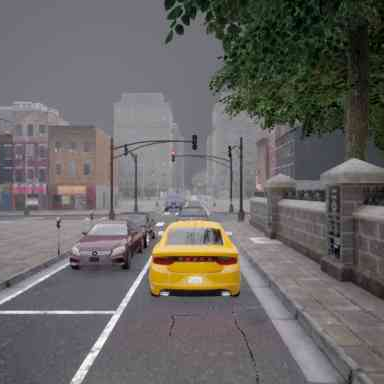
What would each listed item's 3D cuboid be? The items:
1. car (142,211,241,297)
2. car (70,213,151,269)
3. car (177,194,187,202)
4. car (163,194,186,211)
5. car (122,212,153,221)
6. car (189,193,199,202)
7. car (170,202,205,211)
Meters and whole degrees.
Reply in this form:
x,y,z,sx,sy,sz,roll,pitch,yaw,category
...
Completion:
x,y,z,sx,sy,sz,roll,pitch,yaw,category
0.078,1.477,8.639,1.882,1.535,5.008,0,0,0,car
-2.623,1.581,11.045,1.802,1.307,4.206,0,0,0,car
-2.120,1.332,72.988,2.097,1.767,4.553,0,0,0,car
-2.089,1.212,38.535,2.150,2.045,5.566,0,0,-3,car
-2.618,1.565,14.708,1.947,1.339,4.313,0,0,0,car
0.379,1.508,66.917,1.812,1.442,4.674,0,0,0,car
0.030,1.546,19.128,2.033,1.411,5.357,0,0,0,car
